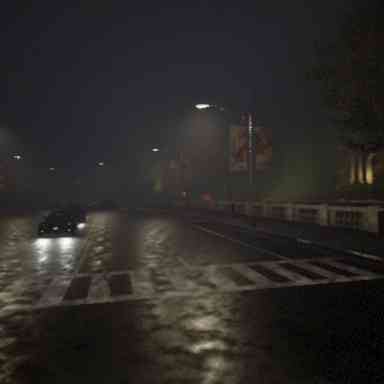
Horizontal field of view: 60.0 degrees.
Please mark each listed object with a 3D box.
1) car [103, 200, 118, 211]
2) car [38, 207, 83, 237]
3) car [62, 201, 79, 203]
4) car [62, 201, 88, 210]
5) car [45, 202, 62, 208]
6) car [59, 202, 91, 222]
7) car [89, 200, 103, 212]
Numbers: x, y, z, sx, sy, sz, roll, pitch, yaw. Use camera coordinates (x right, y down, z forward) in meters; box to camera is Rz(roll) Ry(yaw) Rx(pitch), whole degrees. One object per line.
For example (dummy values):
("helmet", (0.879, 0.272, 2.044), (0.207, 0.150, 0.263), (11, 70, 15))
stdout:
("car", (-13.497, 2.026, 52.205), (2.097, 1.767, 4.553), (0, -1, -42))
("car", (-8.089, 1.873, 20.511), (1.994, 1.385, 4.181), (-1, -1, -14))
("car", (-14.270, 2.060, 40.516), (1.882, 1.535, 5.008), (-1, -1, -27))
("car", (-20.868, 2.376, 59.102), (4.674, 1.442, 1.812), (-1, -1, 33))
("car", (-22.997, 2.385, 56.325), (4.674, 1.442, 1.812), (-1, -1, 33))
("car", (-10.696, 1.987, 30.642), (2.033, 1.411, 5.357), (-1, -1, -16))
("car", (-15.546, 2.171, 49.238), (2.128, 1.511, 4.902), (0, -1, -39))
